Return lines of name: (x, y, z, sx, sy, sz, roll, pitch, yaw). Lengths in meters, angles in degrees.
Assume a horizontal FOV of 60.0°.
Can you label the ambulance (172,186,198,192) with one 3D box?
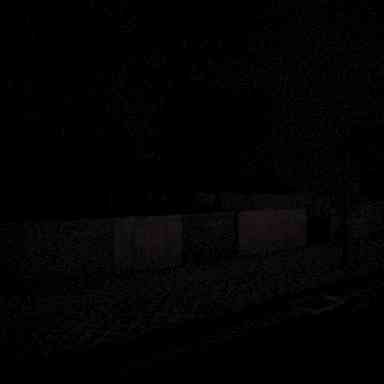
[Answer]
ambulance: (-0.811, 0.433, 47.726, 2.351, 2.431, 6.366, 1, 0, -36)
